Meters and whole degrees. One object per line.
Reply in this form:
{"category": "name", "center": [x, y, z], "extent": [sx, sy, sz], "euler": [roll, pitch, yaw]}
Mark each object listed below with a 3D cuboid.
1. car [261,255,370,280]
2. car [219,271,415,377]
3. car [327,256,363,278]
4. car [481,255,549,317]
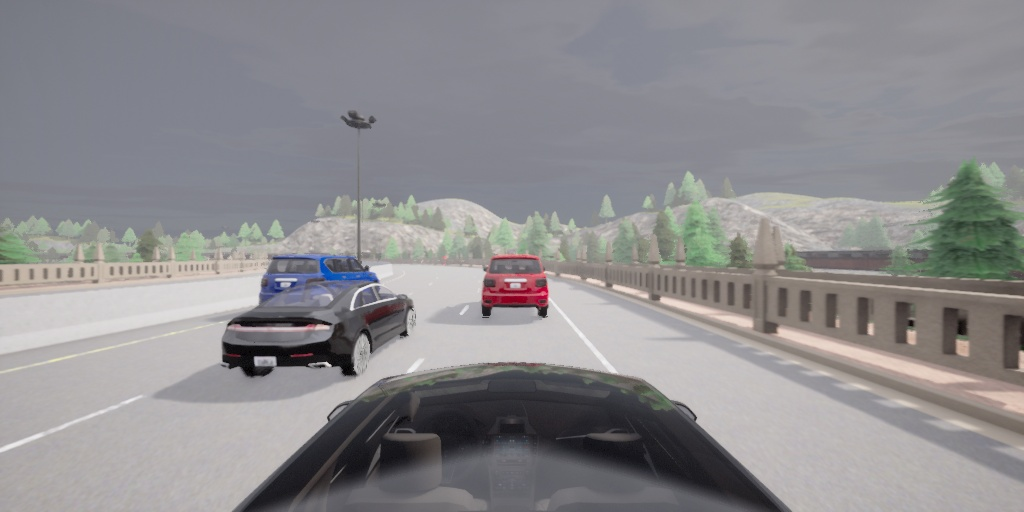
{"category": "car", "center": [-6.926, 0.972, 13.609], "extent": [2.150, 2.045, 5.566], "euler": [0, 0, -1]}
{"category": "car", "center": [-3.403, 1.241, 7.369], "extent": [2.128, 1.511, 4.902], "euler": [0, 0, 0]}
{"category": "car", "center": [-16.677, 1.009, 36.134], "extent": [2.150, 2.045, 5.566], "euler": [0, 0, -13]}
{"category": "car", "center": [0.079, 0.971, 13.320], "extent": [2.150, 2.045, 5.566], "euler": [0, 0, -1]}
